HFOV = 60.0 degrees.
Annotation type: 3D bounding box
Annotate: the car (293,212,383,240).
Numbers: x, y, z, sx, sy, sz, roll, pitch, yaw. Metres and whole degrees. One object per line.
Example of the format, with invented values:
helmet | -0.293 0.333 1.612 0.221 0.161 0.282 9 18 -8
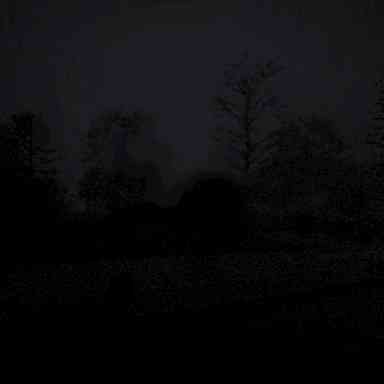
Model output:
car | 8.827 2.003 20.750 4.892 1.521 2.231 1 -2 40
